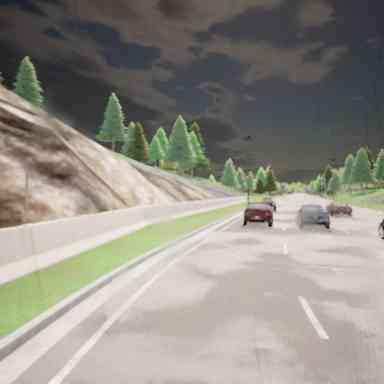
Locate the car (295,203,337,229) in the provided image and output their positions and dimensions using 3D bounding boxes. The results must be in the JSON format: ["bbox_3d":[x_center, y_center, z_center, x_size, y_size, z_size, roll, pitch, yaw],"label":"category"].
[{"bbox_3d":[8.008,1.585,22.261,2.033,1.411,5.357,0,0,15],"label":"car"}]

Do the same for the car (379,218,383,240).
[{"bbox_3d":[9.645,1.565,14.321,1.837,1.490,4.892,0,0,13],"label":"car"}]

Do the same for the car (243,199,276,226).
[{"bbox_3d":[4.773,1.488,23.682,1.882,1.535,5.008,0,0,15],"label":"car"}]

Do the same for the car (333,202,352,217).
[{"bbox_3d":[14.457,1.677,33.021,1.895,1.301,4.718,0,0,15],"label":"car"}]
